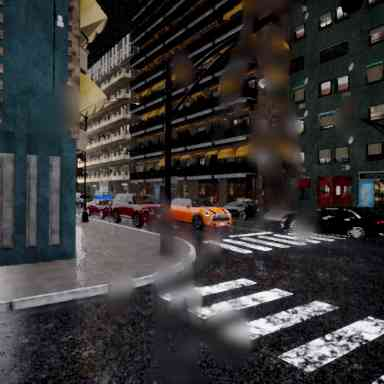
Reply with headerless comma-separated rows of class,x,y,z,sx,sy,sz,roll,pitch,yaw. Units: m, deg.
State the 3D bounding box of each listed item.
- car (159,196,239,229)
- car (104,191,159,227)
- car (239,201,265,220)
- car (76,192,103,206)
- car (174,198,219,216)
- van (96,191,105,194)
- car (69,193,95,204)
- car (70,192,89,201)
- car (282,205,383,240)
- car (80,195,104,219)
car,0.294,1.127,19.894,2.097,1.767,4.553,1,0,-37
car,-3.217,1.034,20.312,2.192,1.841,5.009,2,0,-36
car,3.588,1.353,25.192,1.947,1.339,4.313,2,0,-36
car,-11.864,1.001,36.670,1.812,1.442,4.674,1,0,-36
car,0.323,1.289,29.705,1.802,1.307,4.206,2,0,-36
van,-12.733,0.727,47.759,1.690,1.788,3.998,2,0,-36
car,-15.764,0.890,47.427,2.033,1.411,5.357,1,0,-36
car,-19.267,0.770,56.784,1.887,1.381,4.507,2,0,-36
car,6.978,1.437,16.722,4.892,1.490,1.837,2,5,36
car,-6.489,1.183,24.825,1.887,1.381,4.507,2,0,-36
